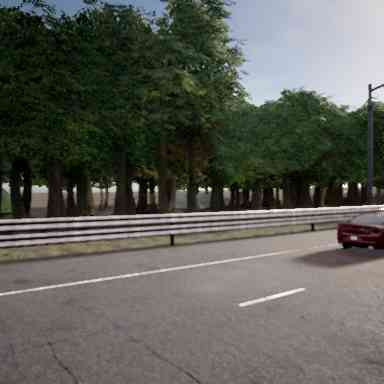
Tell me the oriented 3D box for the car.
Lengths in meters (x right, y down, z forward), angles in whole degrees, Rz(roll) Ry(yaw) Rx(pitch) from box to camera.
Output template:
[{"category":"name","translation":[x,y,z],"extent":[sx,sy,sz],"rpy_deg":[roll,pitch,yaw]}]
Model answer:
[{"category":"car","translation":[8.118,1.585,13.952],"extent":[5.008,1.535,1.882],"rpy_deg":[0,0,-35]}]
